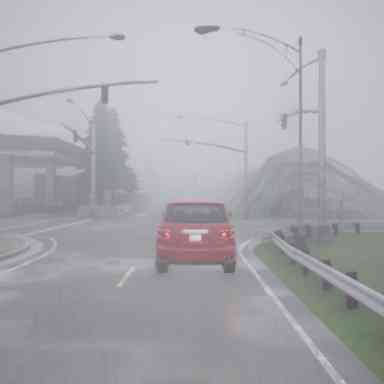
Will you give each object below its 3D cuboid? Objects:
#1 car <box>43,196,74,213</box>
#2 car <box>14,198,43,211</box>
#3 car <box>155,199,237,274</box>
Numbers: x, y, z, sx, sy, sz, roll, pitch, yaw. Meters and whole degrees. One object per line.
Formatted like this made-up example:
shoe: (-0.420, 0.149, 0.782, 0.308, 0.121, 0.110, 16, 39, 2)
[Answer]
car: (-14.522, 1.341, 36.933, 1.905, 1.878, 3.866, 0, 0, -1)
car: (-20.228, 1.512, 41.211, 2.242, 1.667, 4.611, 0, 0, -1)
car: (0.143, 1.227, 10.752, 2.150, 2.045, 5.566, 0, 0, 1)
